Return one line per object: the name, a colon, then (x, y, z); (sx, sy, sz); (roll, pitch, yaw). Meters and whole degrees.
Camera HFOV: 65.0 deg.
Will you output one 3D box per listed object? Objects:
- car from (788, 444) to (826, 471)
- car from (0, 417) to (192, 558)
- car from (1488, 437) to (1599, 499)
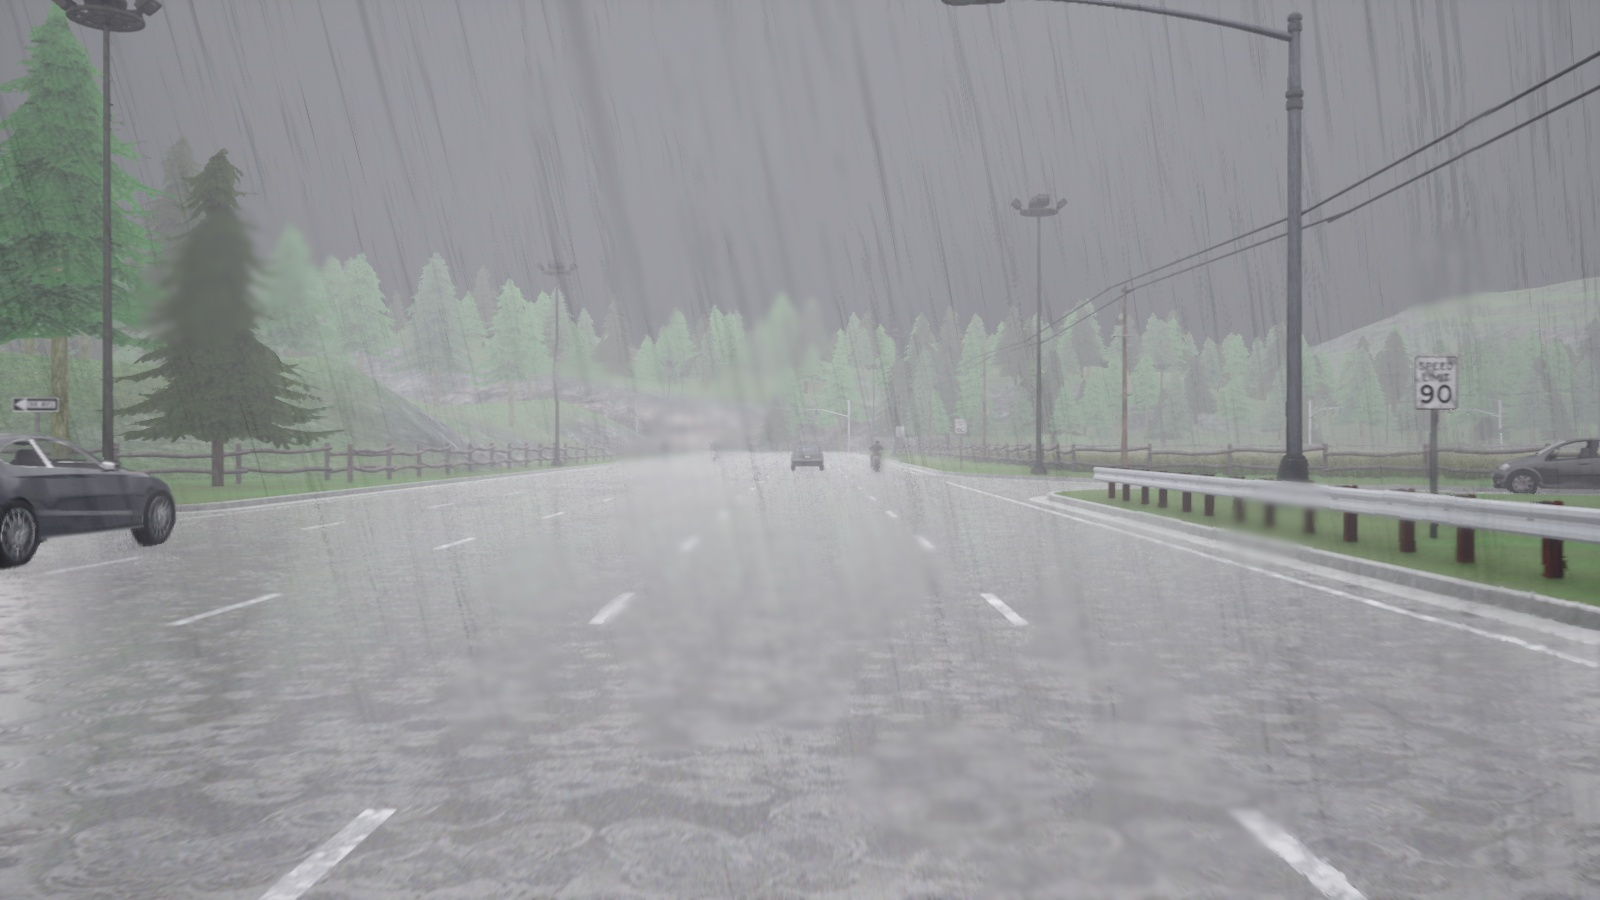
car: (0.412, 0.398, 70.328); (2.033, 1.411, 5.357); (0, 0, 0)
car: (-10.390, 0.423, 16.696); (2.152, 1.651, 5.027); (0, 0, 0)
car: (21.056, 0.469, 34.230); (3.988, 1.617, 1.851); (0, 0, 27)
